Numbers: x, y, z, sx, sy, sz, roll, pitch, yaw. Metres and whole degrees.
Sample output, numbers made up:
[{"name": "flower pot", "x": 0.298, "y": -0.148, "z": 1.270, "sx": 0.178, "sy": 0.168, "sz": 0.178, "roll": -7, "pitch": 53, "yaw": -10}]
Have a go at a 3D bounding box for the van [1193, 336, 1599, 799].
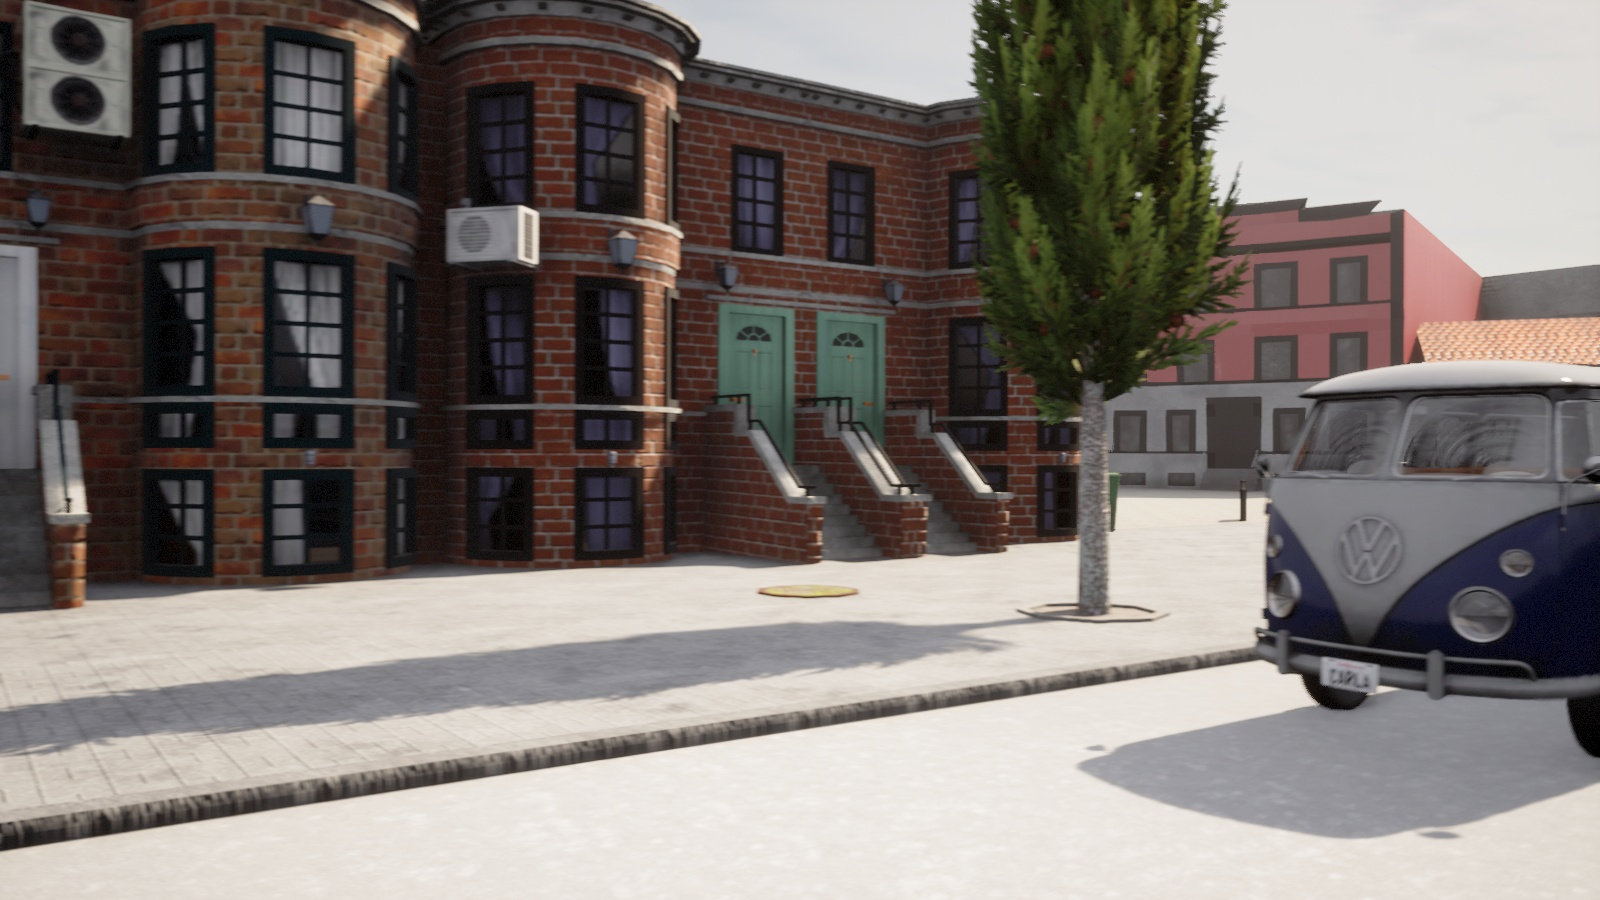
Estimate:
[{"name": "van", "x": 4.475, "y": 0.506, "z": 7.384, "sx": 4.442, "sy": 1.987, "sz": 1.775, "roll": 0, "pitch": 0, "yaw": -35}]
